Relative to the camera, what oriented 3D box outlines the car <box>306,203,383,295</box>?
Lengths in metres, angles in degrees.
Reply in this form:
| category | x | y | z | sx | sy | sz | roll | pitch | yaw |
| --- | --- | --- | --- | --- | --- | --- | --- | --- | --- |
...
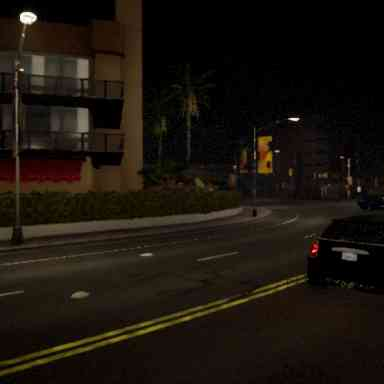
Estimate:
| category | x | y | z | sx | sy | sz | roll | pitch | yaw |
| --- | --- | --- | --- | --- | --- | --- | --- | --- | --- |
| car | 4.750 | 1.323 | 8.184 | 4.553 | 1.767 | 2.097 | 0 | 0 | -43 |

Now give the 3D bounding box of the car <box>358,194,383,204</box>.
| category | x | y | z | sx | sy | sz | roll | pitch | yaw |
| --- | --- | --- | --- | --- | --- | --- | --- | --- | --- |
| car | 19.950 | 1.350 | 36.687 | 1.882 | 1.535 | 5.008 | 0 | 0 | 8 |
